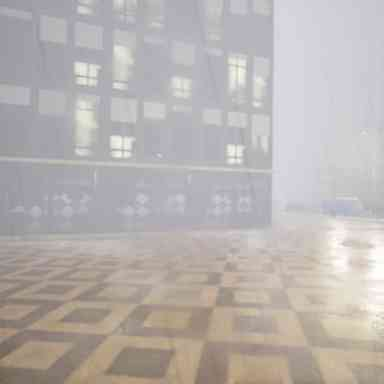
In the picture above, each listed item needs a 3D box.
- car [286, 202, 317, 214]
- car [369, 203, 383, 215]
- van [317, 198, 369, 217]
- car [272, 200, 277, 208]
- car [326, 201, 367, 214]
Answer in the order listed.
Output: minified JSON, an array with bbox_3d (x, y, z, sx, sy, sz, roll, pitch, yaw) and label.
[{"bbox_3d":[12.068,1.744,36.737,1.802,1.307,4.206,1,-1,-22],"label":"car"},{"bbox_3d":[21.117,1.818,36.076,2.008,1.369,4.403,1,-1,-22],"label":"car"},{"bbox_3d":[14.251,1.459,31.640,1.690,1.788,3.998,1,-1,-22],"label":"van"},{"bbox_3d":[12.773,2.015,56.722,1.947,1.339,4.313,1,-1,-22],"label":"car"},{"bbox_3d":[19.068,1.859,41.270,1.887,1.381,4.507,1,-1,-21],"label":"car"}]
